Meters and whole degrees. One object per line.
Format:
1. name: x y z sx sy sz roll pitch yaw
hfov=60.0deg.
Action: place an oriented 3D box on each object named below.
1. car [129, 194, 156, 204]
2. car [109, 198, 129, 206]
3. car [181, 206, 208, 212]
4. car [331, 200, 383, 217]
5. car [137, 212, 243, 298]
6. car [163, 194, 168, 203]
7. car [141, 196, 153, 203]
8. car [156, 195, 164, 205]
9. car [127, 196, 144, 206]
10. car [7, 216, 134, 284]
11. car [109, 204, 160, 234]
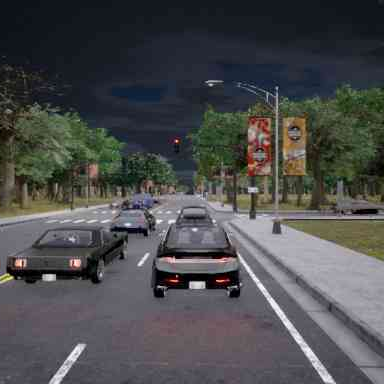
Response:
1. car: -6.511 1.252 44.582 2.150 2.045 5.566 0 0 0
2. car: -9.753 1.522 44.931 2.128 1.511 4.902 0 0 2
3. car: 0.115 1.512 17.932 1.837 1.490 4.892 0 0 0
4. car: 15.134 1.485 29.965 4.902 1.511 2.128 0 0 0
5. car: 0.107 1.493 8.513 2.128 1.511 4.902 0 0 0
6. car: -6.366 1.420 72.803 2.097 1.767 4.553 0 0 0
7. car: -9.619 1.562 71.207 1.837 1.490 4.892 0 0 0
8. car: -6.475 1.645 57.786 1.895 1.301 4.718 0 0 0
9. car: -9.728 1.534 57.324 2.128 1.511 4.902 0 0 0
10. car: -3.139 1.603 9.578 1.895 1.301 4.718 0 0 0
11. car: -3.137 1.571 18.333 1.994 1.385 4.181 0 0 0
